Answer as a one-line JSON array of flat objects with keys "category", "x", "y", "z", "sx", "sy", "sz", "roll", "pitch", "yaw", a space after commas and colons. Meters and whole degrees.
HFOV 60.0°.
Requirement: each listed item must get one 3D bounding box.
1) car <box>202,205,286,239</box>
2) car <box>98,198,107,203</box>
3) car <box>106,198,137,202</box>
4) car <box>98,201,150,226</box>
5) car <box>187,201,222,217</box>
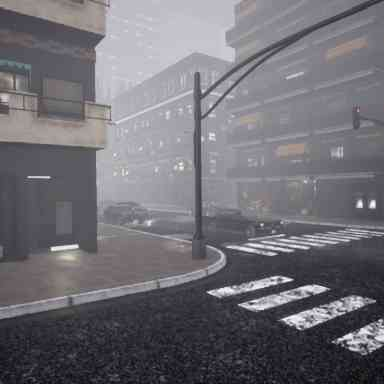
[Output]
[{"category": "car", "x": 2.677, "y": 1.627, "z": 18.009, "sx": 1.895, "sy": 1.301, "sz": 4.718, "roll": -1, "pitch": 1, "yaw": -36}, {"category": "car", "x": -11.891, "y": 1.519, "z": 47.264, "sx": 1.887, "sy": 1.381, "sz": 4.507, "roll": -1, "pitch": 1, "yaw": -36}, {"category": "car", "x": -5.477, "y": 1.537, "z": 29.230, "sx": 1.837, "sy": 1.490, "sz": 4.892, "roll": -1, "pitch": 2, "yaw": -36}, {"category": "car", "x": -5.139, "y": 1.632, "z": 24.571, "sx": 1.947, "sy": 1.339, "sz": 4.313, "roll": -1, "pitch": 1, "yaw": -36}, {"category": "car", "x": 1.235, "y": 1.512, "z": 29.204, "sx": 2.008, "sy": 1.369, "sz": 4.403, "roll": -1, "pitch": 1, "yaw": -36}]
